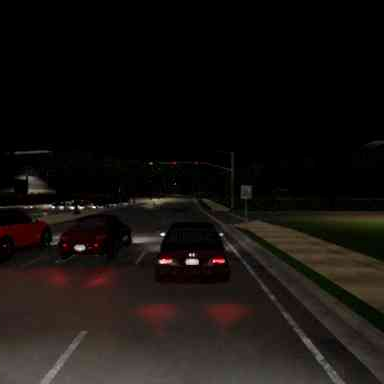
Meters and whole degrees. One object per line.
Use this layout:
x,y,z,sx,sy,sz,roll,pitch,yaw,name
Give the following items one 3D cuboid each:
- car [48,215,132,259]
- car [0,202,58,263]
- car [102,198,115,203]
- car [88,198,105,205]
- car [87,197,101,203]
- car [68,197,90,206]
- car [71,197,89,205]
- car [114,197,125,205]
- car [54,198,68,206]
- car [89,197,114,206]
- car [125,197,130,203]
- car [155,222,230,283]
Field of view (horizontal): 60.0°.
-3.525,1.590,12.711,1.812,1.442,4.674,0,0,-1,car
-7.029,1.414,12.353,2.097,1.767,4.553,0,0,-1,car
-19.808,1.994,78.967,1.895,1.301,4.718,0,0,0,car
-19.806,1.889,69.010,2.033,1.411,5.357,0,0,0,car
-23.308,1.951,79.025,1.994,1.385,4.181,0,0,0,car
-19.852,1.653,59.600,2.097,1.767,4.553,0,0,0,car
-23.306,1.875,69.266,2.128,1.511,4.902,0,0,0,car
-16.306,1.896,70.429,2.033,1.411,5.357,0,0,0,car
-23.340,1.809,60.140,1.837,1.490,4.892,0,0,1,car
-16.348,1.853,60.368,2.033,1.411,5.357,0,0,1,car
-16.309,1.907,80.607,1.837,1.490,4.892,0,0,0,car
0.000,1.598,9.822,2.033,1.411,5.357,0,0,0,car
